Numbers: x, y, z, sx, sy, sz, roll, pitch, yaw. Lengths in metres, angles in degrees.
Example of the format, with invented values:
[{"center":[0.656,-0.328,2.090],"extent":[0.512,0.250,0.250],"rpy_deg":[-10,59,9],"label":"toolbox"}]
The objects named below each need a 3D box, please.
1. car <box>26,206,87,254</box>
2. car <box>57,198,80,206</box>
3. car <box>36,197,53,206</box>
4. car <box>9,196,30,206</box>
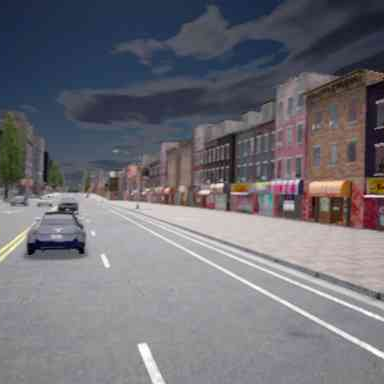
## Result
[{"center":[-5.220,1.472,13.100],"extent":[1.994,1.385,4.181],"rpy_deg":[2,0,-19],"label":"car"},{"center":[-11.897,1.341,32.050],"extent":[1.837,1.490,4.892],"rpy_deg":[2,0,-19],"label":"car"},{"center":[-20.736,1.397,46.965],"extent":[1.895,1.301,4.718],"rpy_deg":[2,-1,-19],"label":"car"},{"center":[-23.931,1.224,46.279],"extent":[1.812,1.442,4.674],"rpy_deg":[2,-1,-19],"label":"car"}]
